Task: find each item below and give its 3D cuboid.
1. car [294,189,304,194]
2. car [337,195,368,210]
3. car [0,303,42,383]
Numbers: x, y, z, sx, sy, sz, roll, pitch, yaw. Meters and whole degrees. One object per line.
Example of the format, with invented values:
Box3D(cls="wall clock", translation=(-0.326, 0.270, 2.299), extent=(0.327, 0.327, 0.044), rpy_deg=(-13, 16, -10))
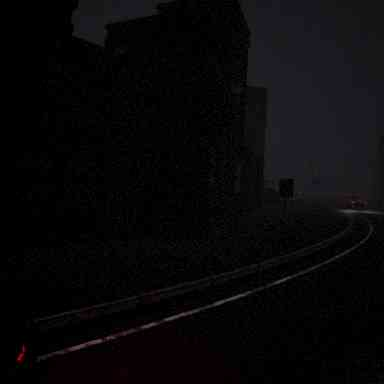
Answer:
Box3D(cls="car", translation=(24.743, 0.010, 77.128), extent=(1.837, 1.490, 4.892), rpy_deg=(2, 1, 27))
Box3D(cls="car", translation=(17.418, 1.060, 36.243), extent=(1.882, 1.535, 5.008), rpy_deg=(3, 2, 8))
Box3D(cls="car", translation=(-3.454, 1.520, 1.695), extent=(4.902, 1.511, 2.128), rpy_deg=(0, 0, -35))
